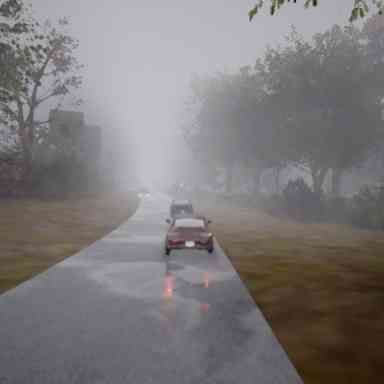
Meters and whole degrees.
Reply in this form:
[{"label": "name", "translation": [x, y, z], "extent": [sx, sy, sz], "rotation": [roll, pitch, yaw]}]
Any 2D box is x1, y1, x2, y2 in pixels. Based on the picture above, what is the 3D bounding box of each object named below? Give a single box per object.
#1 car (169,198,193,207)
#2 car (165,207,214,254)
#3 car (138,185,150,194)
[{"label": "car", "translation": [-0.984, 1.300, 29.205], "extent": [1.882, 1.535, 5.008], "rotation": [0, 2, -5]}, {"label": "car", "translation": [-0.133, 1.610, 13.896], "extent": [1.812, 1.442, 4.674], "rotation": [1, 1, -1]}, {"label": "car", "translation": [-9.298, -0.571, 64.544], "extent": [2.097, 1.767, 4.553], "rotation": [1, 2, -12]}]
